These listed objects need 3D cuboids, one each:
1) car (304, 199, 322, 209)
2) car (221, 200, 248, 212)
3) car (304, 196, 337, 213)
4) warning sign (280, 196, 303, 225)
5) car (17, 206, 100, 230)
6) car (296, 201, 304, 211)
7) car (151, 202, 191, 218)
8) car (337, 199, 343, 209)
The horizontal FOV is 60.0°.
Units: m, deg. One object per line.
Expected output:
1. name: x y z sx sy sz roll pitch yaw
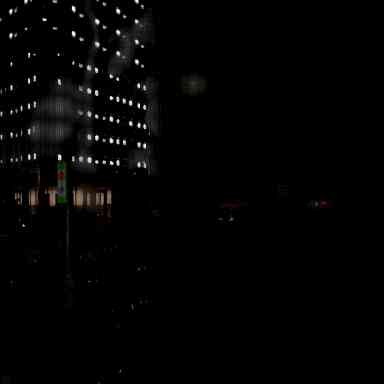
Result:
1. car: 19.176 1.880 52.719 1.812 1.442 4.674 0 0 31
2. car: 5.588 1.773 43.671 1.882 1.535 5.008 0 0 34
3. car: 16.446 1.502 42.214 2.150 2.045 5.566 0 -1 34
4. warning sign: 6.859 1.251 22.931 1.300 1.860 1.060 0 0 34
5. car: -8.797 1.680 22.537 2.033 1.411 5.357 0 -1 34
6. car: 14.161 1.900 44.655 1.895 1.301 4.718 0 -1 33
7. car: -1.979 1.702 32.525 2.128 1.511 4.902 0 0 34
8. car: 21.955 1.817 51.034 1.882 1.535 5.008 0 0 31
